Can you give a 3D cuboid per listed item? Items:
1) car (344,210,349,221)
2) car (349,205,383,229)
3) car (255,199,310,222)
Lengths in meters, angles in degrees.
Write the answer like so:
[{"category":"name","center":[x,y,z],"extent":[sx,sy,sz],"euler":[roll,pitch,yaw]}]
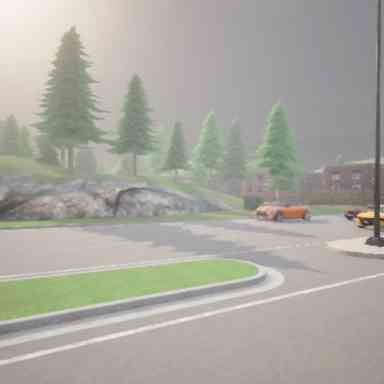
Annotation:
[{"category":"car","center":[14.112,1.657,26.089],"extent":[4.718,1.301,1.895],"euler":[0,0,-31]},{"category":"car","center":[12.472,1.531,20.995],"extent":[5.008,1.535,1.882],"euler":[0,0,-31]},{"category":"car","center":[7.055,1.352,25.891],"extent":[4.553,1.767,2.097],"euler":[0,0,-31]}]
